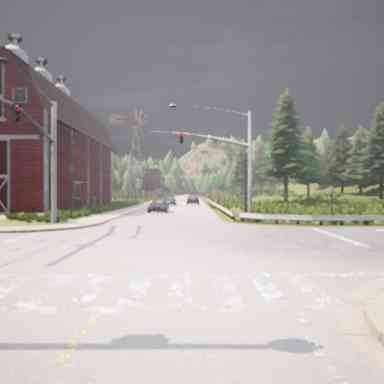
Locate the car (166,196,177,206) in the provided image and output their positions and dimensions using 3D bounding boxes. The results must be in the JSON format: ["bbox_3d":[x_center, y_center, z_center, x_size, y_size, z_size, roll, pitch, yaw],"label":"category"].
[{"bbox_3d":[-3.430,1.396,52.064,2.128,1.511,4.902,0,0,0],"label":"car"}]

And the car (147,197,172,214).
[{"bbox_3d":[-3.495,1.500,34.808,1.994,1.385,4.181,0,0,0],"label":"car"}]

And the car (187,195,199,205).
[{"bbox_3d":[0.167,1.250,55.918,2.097,1.767,4.553,0,0,0],"label":"car"}]
